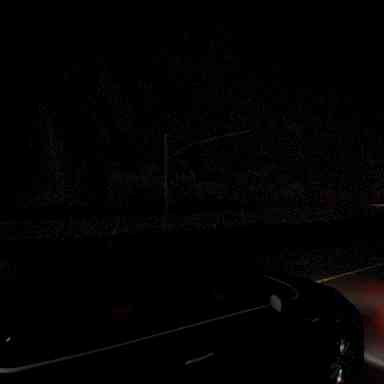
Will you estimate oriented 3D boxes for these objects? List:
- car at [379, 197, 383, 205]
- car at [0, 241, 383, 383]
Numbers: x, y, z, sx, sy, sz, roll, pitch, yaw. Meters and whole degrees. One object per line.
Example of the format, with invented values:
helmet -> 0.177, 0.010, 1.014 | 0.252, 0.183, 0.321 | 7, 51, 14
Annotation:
car -> 31.654, 1.237, 53.038 | 4.892, 1.490, 1.837 | -3, 2, -36
car -> -0.078, 1.351, 3.692 | 4.553, 1.767, 2.097 | 0, 0, -36
